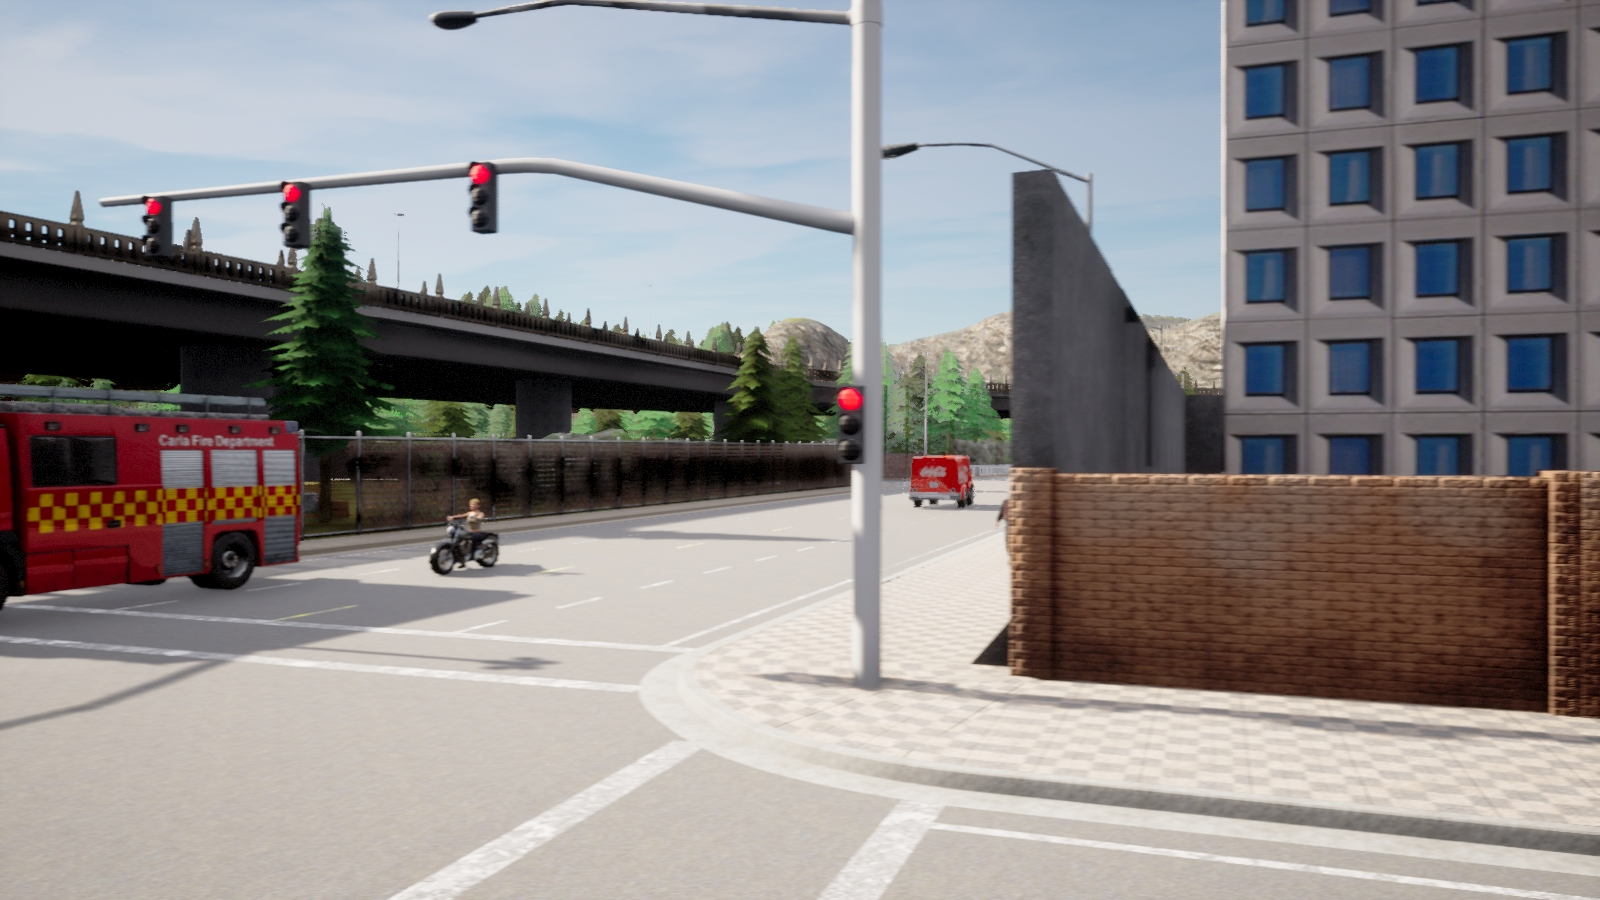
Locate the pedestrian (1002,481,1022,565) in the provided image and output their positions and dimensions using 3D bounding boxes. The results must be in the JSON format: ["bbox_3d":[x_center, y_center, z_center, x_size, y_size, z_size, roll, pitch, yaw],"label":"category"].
[{"bbox_3d":[4.779,1.640,25.726,0.375,1.860,0.375,0,0,21],"label":"pedestrian"}]

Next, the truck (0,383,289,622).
[{"bbox_3d":[-13.544,0.835,20.487,2.891,3.827,8.468,0,0,20],"label":"truck"}]

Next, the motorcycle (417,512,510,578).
[{"bbox_3d":[-7.579,2.112,25.884,0.764,1.277,2.356,0,0,20],"label":"motorcycle"}]

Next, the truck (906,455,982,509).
[{"bbox_3d":[7.085,1.511,55.629,2.627,2.467,5.204,0,0,19],"label":"truck"}]
